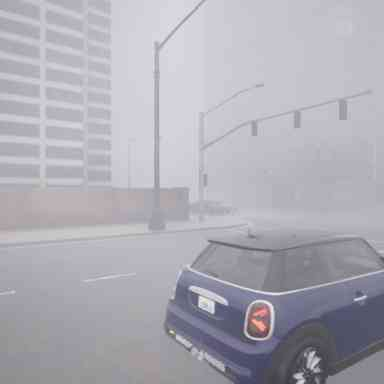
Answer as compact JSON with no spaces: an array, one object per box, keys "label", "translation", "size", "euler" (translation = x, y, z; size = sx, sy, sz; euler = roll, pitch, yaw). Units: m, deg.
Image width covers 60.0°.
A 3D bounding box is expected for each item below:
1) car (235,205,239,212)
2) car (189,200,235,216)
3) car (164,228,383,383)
[{"label":"car","translation":[3.033,1.599,37.338],"size":[1.895,1.301,4.718],"euler":[0,0,-36]},{"label":"car","translation":[1.506,1.546,33.460],"size":[2.033,1.411,5.357],"euler":[0,0,-36]},{"label":"car","translation":[1.915,1.352,5.150],"size":[4.553,1.767,2.097],"euler":[0,0,-35]}]
